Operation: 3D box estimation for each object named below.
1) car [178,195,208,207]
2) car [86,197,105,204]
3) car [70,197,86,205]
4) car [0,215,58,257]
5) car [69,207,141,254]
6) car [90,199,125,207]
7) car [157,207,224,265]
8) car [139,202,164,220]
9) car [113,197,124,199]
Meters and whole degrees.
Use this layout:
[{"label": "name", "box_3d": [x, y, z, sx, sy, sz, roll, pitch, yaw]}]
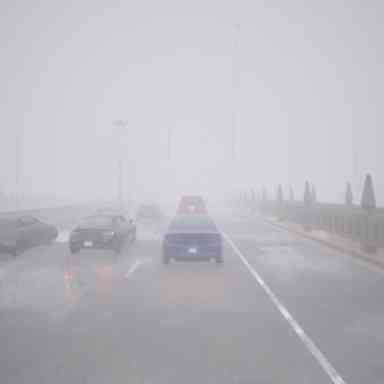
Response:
[{"label": "car", "box_3d": [0.050, 1.284, 26.657, 2.150, 2.045, 5.566, 0, 0, 1]}, {"label": "car", "box_3d": [-16.719, 1.639, 59.472, 1.837, 1.490, 4.892, 0, 0, 2]}, {"label": "car", "box_3d": [-20.215, 1.661, 59.512, 1.812, 1.442, 4.674, 0, 0, 2]}, {"label": "car", "box_3d": [-6.958, 1.595, 13.075, 1.994, 1.385, 4.181, 0, 0, 0]}, {"label": "car", "box_3d": [-3.456, 1.556, 13.455, 1.812, 1.442, 4.674, 0, 0, 0]}, {"label": "car", "box_3d": [-6.910, 1.590, 28.486, 1.812, 1.442, 4.674, 0, 0, 1]}, {"label": "car", "box_3d": [0.032, 1.505, 11.862, 1.882, 1.535, 5.008, 0, 0, 0]}, {"label": "car", "box_3d": [-3.424, 1.555, 27.807, 2.128, 1.511, 4.902, 0, 0, 1]}, {"label": "car", "box_3d": [-13.222, 1.639, 59.535, 1.837, 1.490, 4.892, 0, 0, 2]}]
